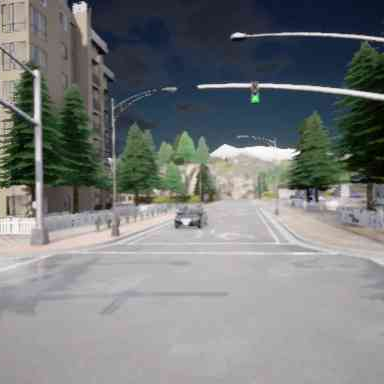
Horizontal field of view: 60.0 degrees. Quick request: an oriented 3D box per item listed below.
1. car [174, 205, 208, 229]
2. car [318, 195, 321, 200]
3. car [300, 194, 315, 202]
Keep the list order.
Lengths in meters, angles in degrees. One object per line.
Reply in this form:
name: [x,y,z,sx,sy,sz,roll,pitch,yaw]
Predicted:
car: [-0.013,1.737,23.724,2.128,1.511,4.902,-1,0,9]
car: [29.802,1.398,80.224,1.970,1.475,3.806,-2,-1,9]
car: [25.618,1.429,73.409,1.845,1.501,3.633,-2,-1,9]
